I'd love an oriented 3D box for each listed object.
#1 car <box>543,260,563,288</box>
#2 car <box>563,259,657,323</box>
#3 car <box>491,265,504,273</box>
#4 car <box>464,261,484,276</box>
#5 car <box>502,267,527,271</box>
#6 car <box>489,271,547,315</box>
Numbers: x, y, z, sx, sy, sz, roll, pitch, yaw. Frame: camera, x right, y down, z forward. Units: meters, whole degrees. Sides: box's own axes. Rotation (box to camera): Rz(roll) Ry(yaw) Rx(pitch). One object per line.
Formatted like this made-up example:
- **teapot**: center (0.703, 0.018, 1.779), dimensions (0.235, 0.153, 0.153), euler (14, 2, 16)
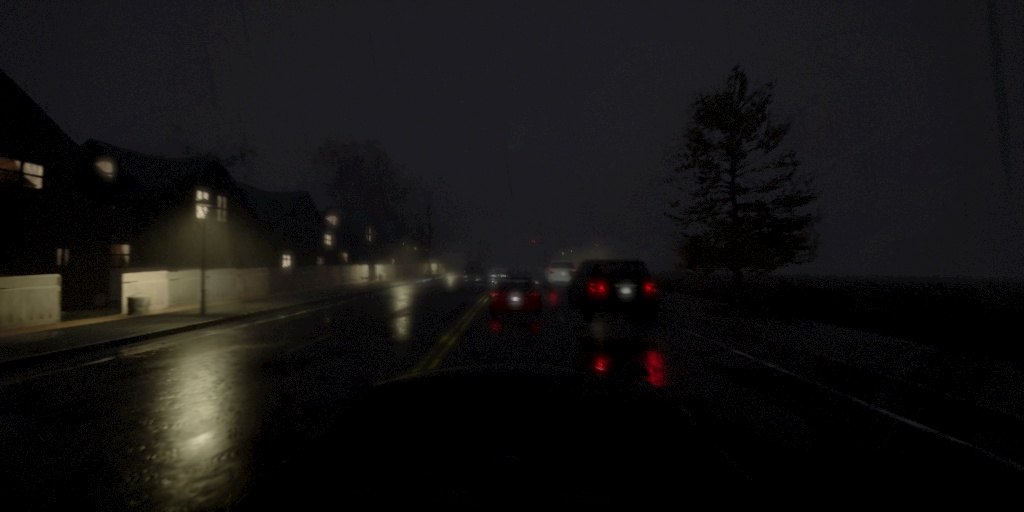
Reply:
- **car**: center (3.707, 1.337, 27.954), dimensions (2.150, 2.045, 5.566), euler (0, -1, 2)
- **car**: center (3.376, 1.128, 13.053), dimensions (2.150, 2.045, 5.566), euler (0, -1, 1)
- **car**: center (-1.868, 1.995, 52.072), dimensions (1.812, 1.442, 4.674), euler (0, 0, 3)
- **car**: center (-5.266, 1.661, 49.994), dimensions (2.150, 2.045, 5.566), euler (0, -1, 3)
- **car**: center (0.478, 1.723, 28.480), dimensions (1.895, 1.301, 4.718), euler (0, -1, 2)
- **car**: center (0.165, 1.489, 14.457), dimensions (1.994, 1.385, 4.181), euler (0, -1, 1)
